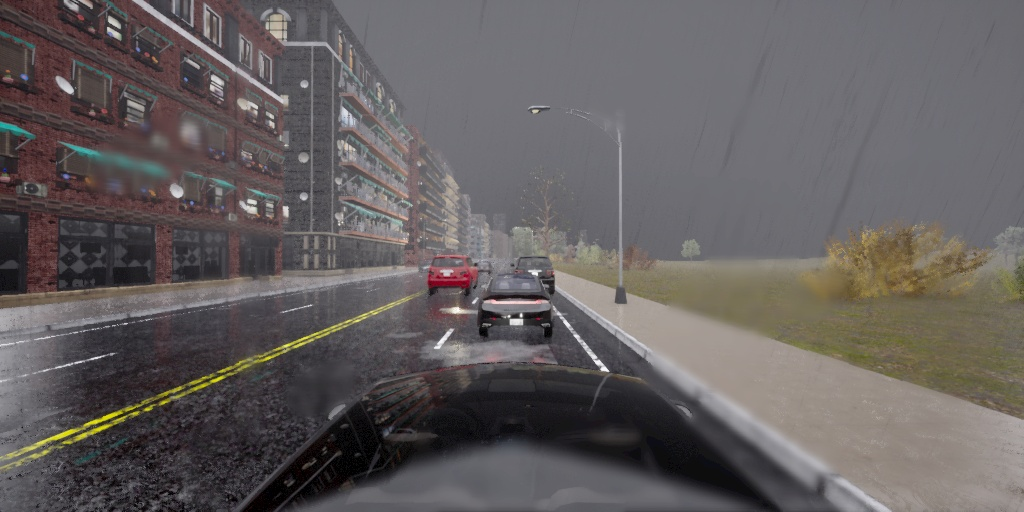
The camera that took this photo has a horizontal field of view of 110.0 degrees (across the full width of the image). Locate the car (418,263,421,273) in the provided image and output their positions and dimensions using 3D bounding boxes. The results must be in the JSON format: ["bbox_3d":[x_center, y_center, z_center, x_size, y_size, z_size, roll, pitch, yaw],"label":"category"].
[{"bbox_3d":[-9.901,1.242,43.147,2.128,1.511,4.902,0,0,0],"label":"car"}]

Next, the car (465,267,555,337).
[{"bbox_3d":[0.090,1.243,10.318,2.128,1.511,4.902,0,0,0],"label":"car"}]

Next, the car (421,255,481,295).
[{"bbox_3d":[-3.175,0.974,20.073,2.150,2.045,5.566,0,0,0],"label":"car"}]

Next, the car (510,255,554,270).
[{"bbox_3d":[1.115,0.977,20.189,2.150,2.045,5.566,0,0,0],"label":"car"}]

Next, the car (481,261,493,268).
[{"bbox_3d":[-3.197,1.299,40.658,2.033,1.411,5.357,0,0,0],"label":"car"}]
